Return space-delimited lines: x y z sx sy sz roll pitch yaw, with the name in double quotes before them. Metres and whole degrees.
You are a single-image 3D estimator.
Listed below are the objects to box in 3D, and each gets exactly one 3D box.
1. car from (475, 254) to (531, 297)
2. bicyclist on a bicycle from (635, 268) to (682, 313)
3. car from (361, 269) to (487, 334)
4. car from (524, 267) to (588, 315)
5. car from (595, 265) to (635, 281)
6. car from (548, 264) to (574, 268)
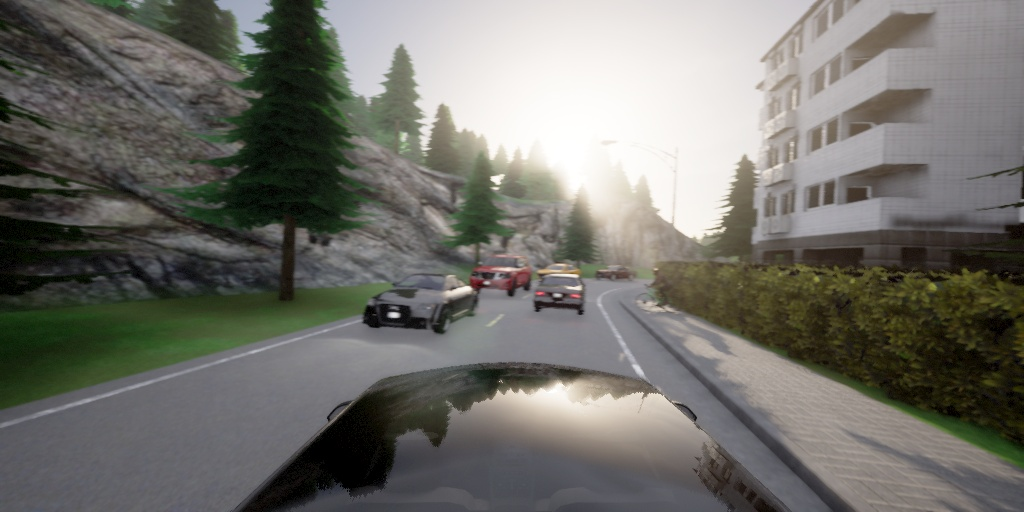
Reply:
"car" -0.412 0.935 19.376 2.150 2.045 5.566 3 0 16
"bicyclist on a bicycle" 5.458 1.297 13.319 1.656 1.620 0.582 4 0 9
"car" -2.347 1.194 10.228 1.994 1.385 4.181 3 0 11
"car" 2.015 1.381 14.387 2.033 1.411 5.357 3 0 12
"car" 10.430 1.691 36.199 5.008 1.535 1.882 3 0 -39
"car" 3.751 1.381 28.519 1.882 1.535 5.008 3 0 34
